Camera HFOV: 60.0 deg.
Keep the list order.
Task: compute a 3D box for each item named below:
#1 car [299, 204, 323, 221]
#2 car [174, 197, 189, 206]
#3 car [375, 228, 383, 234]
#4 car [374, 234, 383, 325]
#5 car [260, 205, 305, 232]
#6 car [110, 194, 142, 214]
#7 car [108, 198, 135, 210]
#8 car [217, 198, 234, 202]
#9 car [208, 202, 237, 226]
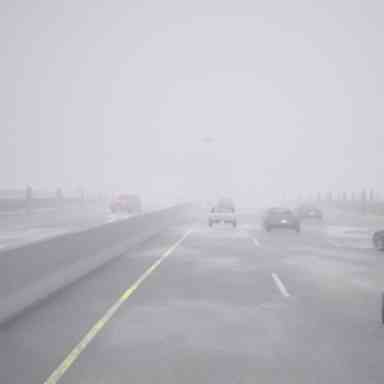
[{"bbox_3d":[9.784,1.680,28.583,1.994,1.385,4.181,0,0,6],"label":"car"},{"bbox_3d":[-1.690,1.618,53.339,1.882,1.535,5.008,0,-1,7],"label":"car"},{"bbox_3d":[7.923,1.592,11.202,1.812,1.442,4.674,0,0,5],"label":"car"},{"bbox_3d":[3.801,1.518,3.256,2.128,1.511,4.902,0,0,2],"label":"car"},{"bbox_3d":[5.415,1.640,20.795,1.994,1.385,4.181,0,0,6],"label":"car"},{"bbox_3d":[-7.120,1.276,36.500,2.150,2.045,5.566,0,0,7],"label":"car"},{"bbox_3d":[-9.578,1.610,45.784,2.033,1.411,5.357,0,0,7],"label":"car"},{"bbox_3d":[4.146,1.471,41.346,2.097,1.767,4.553,0,0,6],"label":"car"},{"bbox_3d":[2.216,1.669,23.812,1.895,1.301,4.718,0,0,6],"label":"car"}]
